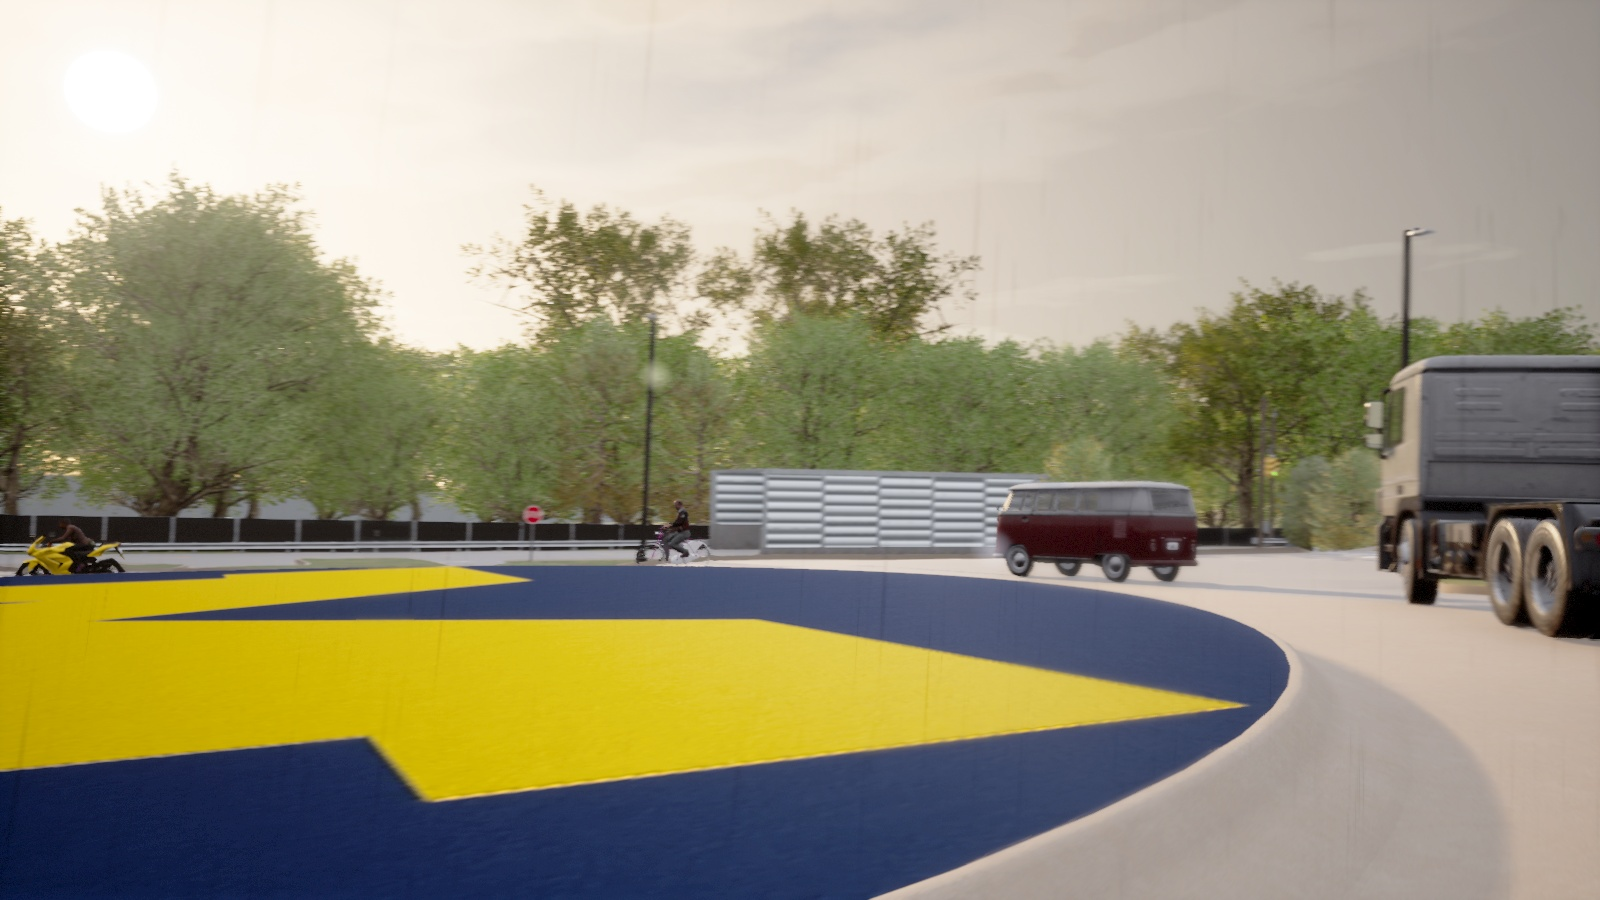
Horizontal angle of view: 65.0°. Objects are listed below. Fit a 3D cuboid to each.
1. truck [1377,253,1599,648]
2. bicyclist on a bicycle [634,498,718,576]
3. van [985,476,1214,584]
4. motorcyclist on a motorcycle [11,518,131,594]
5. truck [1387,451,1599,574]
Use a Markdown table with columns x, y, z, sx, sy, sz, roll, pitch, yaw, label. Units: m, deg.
| x | y | z | sx | sy | sz | roll | pitch | yaw | label |
| --- | --- | --- | --- | --- | --- | --- | --- | --- | --- |
| 9.188 | 0.224 | 14.559 | 2.891 | 3.462 | 7.936 | 1 | -3 | 12 | truck |
| -3.009 | 2.109 | 30.481 | 1.843 | 1.776 | 0.659 | -1 | -4 | -19 | bicyclist on a bicycle |
| 5.967 | 1.611 | 25.512 | 1.775 | 1.987 | 4.442 | 3 | -4 | -35 | van |
| -15.392 | 2.235 | 26.577 | 2.044 | 1.523 | 0.797 | 0 | -5 | -19 | motorcyclist on a motorcycle |
| 16.001 | 1.287 | 27.270 | 5.204 | 2.467 | 2.627 | -1 | -1 | -6 | truck |
